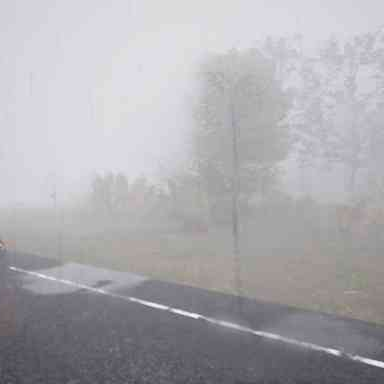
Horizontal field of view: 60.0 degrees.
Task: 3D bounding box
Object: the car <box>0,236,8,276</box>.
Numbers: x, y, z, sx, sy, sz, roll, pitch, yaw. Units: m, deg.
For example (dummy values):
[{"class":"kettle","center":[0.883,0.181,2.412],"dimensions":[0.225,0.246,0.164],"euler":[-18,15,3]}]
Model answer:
[{"class":"car","center":[-7.086,1.405,9.193],"dimensions":[4.553,1.767,2.097],"euler":[0,0,36]}]
